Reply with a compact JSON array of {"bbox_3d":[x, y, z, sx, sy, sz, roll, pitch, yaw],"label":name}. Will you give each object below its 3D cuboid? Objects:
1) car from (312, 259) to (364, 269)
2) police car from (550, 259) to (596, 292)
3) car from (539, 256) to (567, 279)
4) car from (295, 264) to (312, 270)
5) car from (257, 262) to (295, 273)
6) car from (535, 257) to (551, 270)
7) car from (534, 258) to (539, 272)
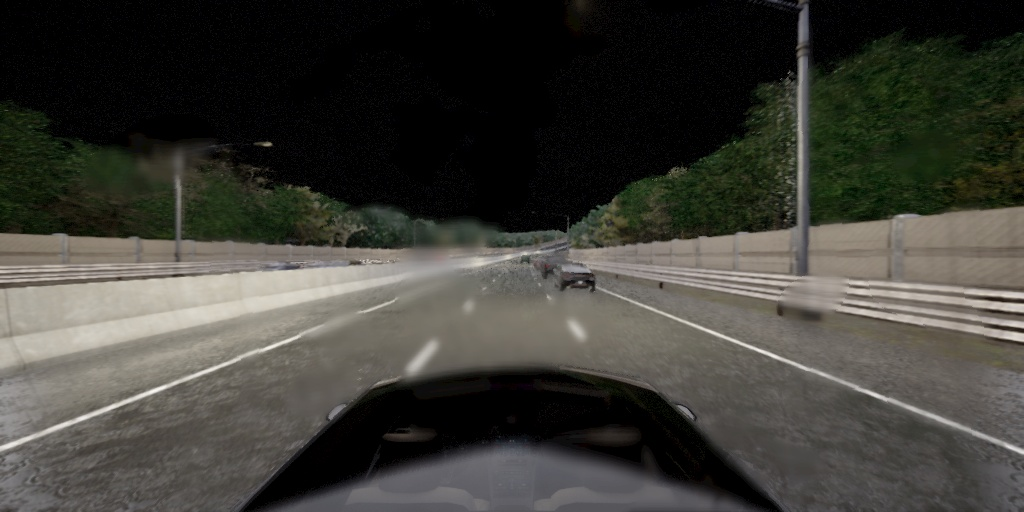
[{"bbox_3d":[-13.777,1.055,29.338,2.097,1.767,4.553,0,0,2],"label":"car"},{"bbox_3d":[3.640,1.182,21.465,1.930,1.638,5.238,0,0,1],"label":"police car"},{"bbox_3d":[3.862,0.980,32.278,2.150,2.045,5.566,0,0,1],"label":"car"},{"bbox_3d":[-17.180,1.183,33.082,2.128,1.511,4.902,0,0,2],"label":"car"},{"bbox_3d":[-20.704,1.244,32.175,1.994,1.385,4.181,0,0,2],"label":"car"},{"bbox_3d":[4.606,1.119,53.993,2.097,1.767,4.553,0,0,2],"label":"car"},{"bbox_3d":[4.086,1.309,43.418,2.033,1.411,5.357,0,0,-2],"label":"car"}]
